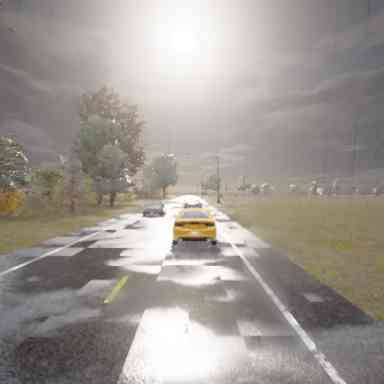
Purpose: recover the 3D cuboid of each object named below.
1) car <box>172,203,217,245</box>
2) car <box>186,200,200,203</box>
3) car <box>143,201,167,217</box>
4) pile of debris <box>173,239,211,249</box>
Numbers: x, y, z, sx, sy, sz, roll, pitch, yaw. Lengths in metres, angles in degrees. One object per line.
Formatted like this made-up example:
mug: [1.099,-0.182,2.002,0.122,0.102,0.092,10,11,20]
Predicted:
car: [0.117,1.499,15.803,1.882,1.535,5.008,0,0,0]
car: [0.128,1.541,33.875,2.128,1.511,4.902,0,0,0]
car: [-3.571,1.571,31.988,1.812,1.442,4.674,0,0,0]
pile of debris: [0.011,2.195,14.138,1.500,0.140,1.860,0,0,0]
